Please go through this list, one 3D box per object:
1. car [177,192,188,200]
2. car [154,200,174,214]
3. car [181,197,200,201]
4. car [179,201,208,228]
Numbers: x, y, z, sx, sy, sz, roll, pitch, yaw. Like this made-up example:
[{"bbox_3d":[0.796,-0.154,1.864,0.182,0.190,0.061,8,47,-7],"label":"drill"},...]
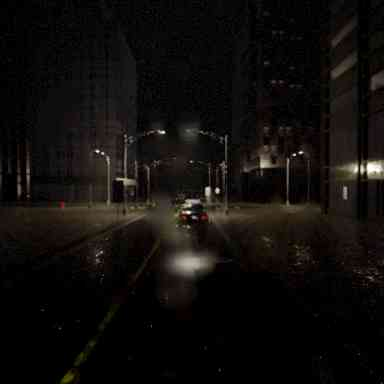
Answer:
[{"bbox_3d":[-2.904,1.109,92.430,2.150,2.045,5.566,0,0,0],"label":"car"},{"bbox_3d":[-2.974,1.567,36.067,1.994,1.385,4.181,0,0,1],"label":"car"},{"bbox_3d":[0.135,1.494,32.568,2.128,1.511,4.902,0,0,0],"label":"car"},{"bbox_3d":[0.121,1.549,22.046,2.033,1.411,5.357,0,0,0],"label":"car"}]
